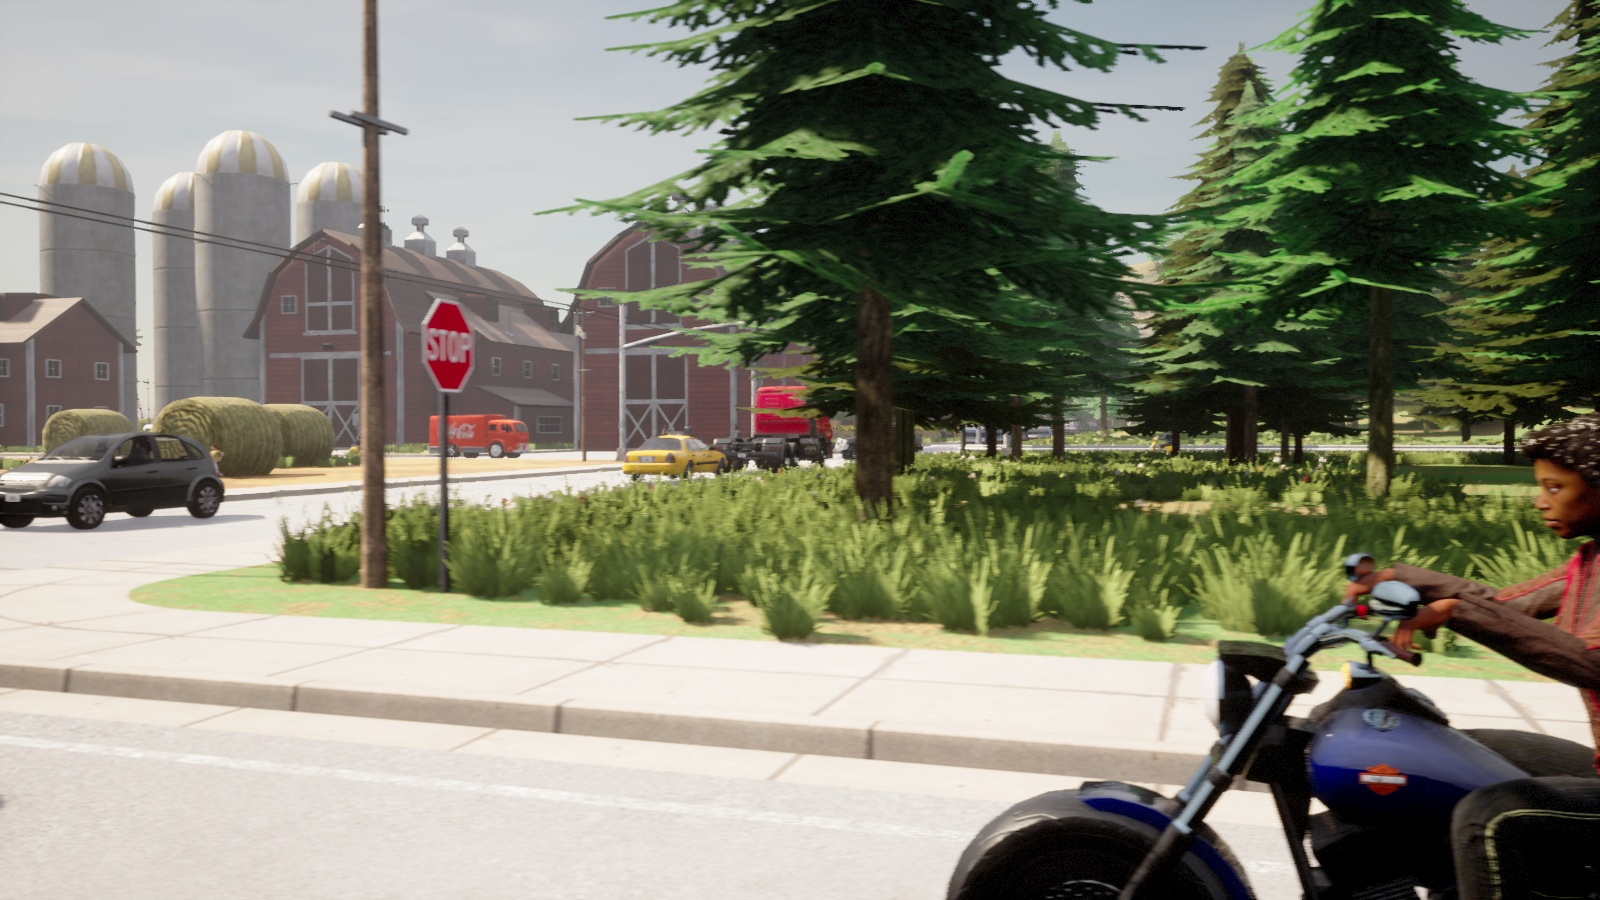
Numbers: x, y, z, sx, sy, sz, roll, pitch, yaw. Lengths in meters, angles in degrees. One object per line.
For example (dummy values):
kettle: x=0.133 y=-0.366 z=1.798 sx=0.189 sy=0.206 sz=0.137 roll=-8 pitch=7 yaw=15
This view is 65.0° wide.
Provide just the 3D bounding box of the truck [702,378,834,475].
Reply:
truck: x=-1.083 y=-0.908 z=48.964 sx=2.891 sy=3.462 sz=7.936 roll=0 pitch=1 yaw=16

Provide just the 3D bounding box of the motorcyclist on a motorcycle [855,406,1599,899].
motorcyclist on a motorcycle: x=1.357 y=0.738 z=2.741 sx=2.350 sy=1.649 sz=0.766 roll=1 pitch=1 yaw=19

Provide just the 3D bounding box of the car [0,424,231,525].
car: x=-12.296 y=0.356 z=22.308 sx=1.851 sy=1.617 sz=3.988 roll=0 pitch=1 yaw=16

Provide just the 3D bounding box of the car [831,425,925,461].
car: x=4.054 y=-0.369 z=65.649 sx=4.605 sy=1.855 sz=1.932 roll=0 pitch=1 yaw=-10

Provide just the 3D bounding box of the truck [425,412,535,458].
truck: x=-17.604 y=-0.829 z=69.179 sx=5.204 sy=2.467 sz=2.627 roll=0 pitch=1 yaw=15

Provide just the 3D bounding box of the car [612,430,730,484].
car: x=-3.908 y=0.161 z=39.038 sx=1.801 sy=1.575 sz=5.366 roll=0 pitch=1 yaw=16
